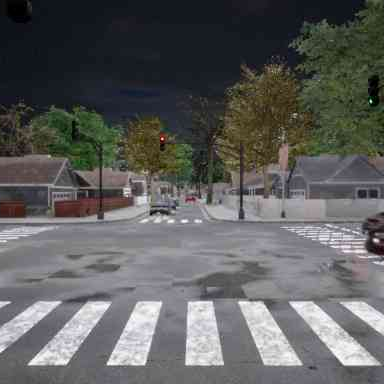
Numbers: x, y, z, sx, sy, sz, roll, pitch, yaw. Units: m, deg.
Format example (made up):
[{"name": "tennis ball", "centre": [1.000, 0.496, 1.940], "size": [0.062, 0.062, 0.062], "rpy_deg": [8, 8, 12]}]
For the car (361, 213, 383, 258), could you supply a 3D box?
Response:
[{"name": "car", "centre": [7.872, 1.509, 10.634], "size": [4.181, 1.385, 1.994], "rpy_deg": [0, 0, 0]}]

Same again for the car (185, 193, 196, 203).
[{"name": "car", "centre": [-0.305, 1.300, 73.590], "size": [2.150, 2.045, 5.566], "rpy_deg": [0, 0, 0]}]

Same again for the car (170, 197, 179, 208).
[{"name": "car", "centre": [-3.008, 1.595, 42.846], "size": [1.994, 1.385, 4.181], "rpy_deg": [0, 0, 0]}]

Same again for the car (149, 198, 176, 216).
[{"name": "car", "centre": [-3.028, 1.568, 32.957], "size": [2.033, 1.411, 5.357], "rpy_deg": [0, 0, 0]}]

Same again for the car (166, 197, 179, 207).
[{"name": "car", "centre": [-3.027, 1.569, 53.096], "size": [1.812, 1.442, 4.674], "rpy_deg": [0, 0, 0]}]
